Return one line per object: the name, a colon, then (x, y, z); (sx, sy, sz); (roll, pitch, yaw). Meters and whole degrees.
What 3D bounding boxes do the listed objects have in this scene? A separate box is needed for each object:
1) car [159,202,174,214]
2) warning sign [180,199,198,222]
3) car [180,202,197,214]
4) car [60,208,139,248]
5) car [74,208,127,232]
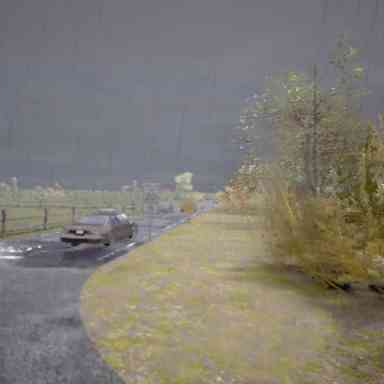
car: (-3.613, 2.088, 44.264); (1.837, 1.490, 4.892); (1, -1, 7)
warning sign: (-0.250, 1.545, 27.947); (1.300, 1.860, 1.060); (1, -1, 7)
car: (-0.490, 2.181, 46.306); (1.837, 1.490, 4.892); (1, -1, 8)
car: (-4.181, 1.719, 15.917); (2.033, 1.411, 5.357); (1, -1, 8)
car: (-6.172, 1.832, 23.080); (1.895, 1.301, 4.718); (1, -1, 7)
